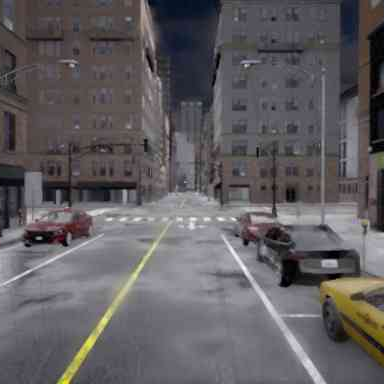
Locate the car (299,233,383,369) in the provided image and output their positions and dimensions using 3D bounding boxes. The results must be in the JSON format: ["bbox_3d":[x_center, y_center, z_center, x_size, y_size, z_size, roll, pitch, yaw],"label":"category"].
[{"bbox_3d":[2.865,1.505,3.597,1.752,1.417,4.829,-1,0,0],"label":"car"}]

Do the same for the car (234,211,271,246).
[{"bbox_3d":[2.864,1.500,14.599,1.802,1.307,4.206,-1,0,0],"label":"car"}]

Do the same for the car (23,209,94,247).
[{"bbox_3d":[-5.681,1.464,14.595,1.887,1.381,4.507,-1,0,0],"label":"car"}]

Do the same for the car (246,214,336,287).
[{"bbox_3d":[2.865,1.515,9.013,1.947,1.339,4.313,-1,0,0],"label":"car"}]
